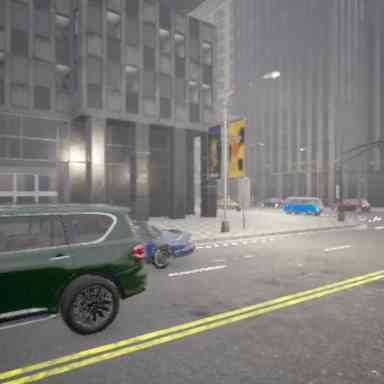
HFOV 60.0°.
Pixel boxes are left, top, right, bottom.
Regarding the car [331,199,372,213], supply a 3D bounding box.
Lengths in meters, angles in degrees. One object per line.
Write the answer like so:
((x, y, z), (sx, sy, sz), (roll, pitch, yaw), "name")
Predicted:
((17.973, 1.519, 37.757), (1.967, 1.590, 4.097), (1, 0, -35), "car")

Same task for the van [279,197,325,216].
((11.017, 1.425, 32.829), (1.690, 1.788, 3.998), (1, 0, -35), "van")

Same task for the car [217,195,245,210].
((4.611, 1.511, 41.869), (1.752, 1.417, 4.829), (1, 0, -35), "car")

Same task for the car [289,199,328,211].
((14.721, 1.595, 42.347), (1.947, 1.339, 4.313), (1, 0, -35), "car")

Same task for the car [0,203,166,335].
((-3.407, 1.222, 5.227), (5.566, 2.045, 2.150), (0, 0, -35), "car")

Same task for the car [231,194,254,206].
((8.218, 1.473, 51.527), (1.887, 1.381, 4.507), (1, 0, -35), "car")

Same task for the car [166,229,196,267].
((-2.455, 1.573, 9.874), (5.357, 1.411, 2.033), (1, 0, -35), "car")

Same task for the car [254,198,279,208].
((11.469, 1.530, 46.937), (2.008, 1.369, 4.403), (1, 0, -35), "car")
